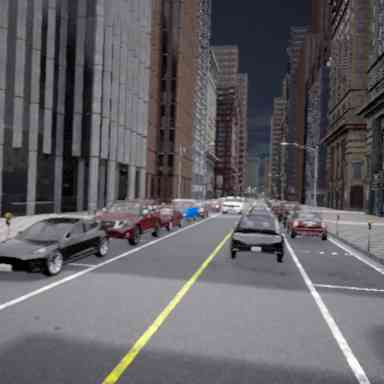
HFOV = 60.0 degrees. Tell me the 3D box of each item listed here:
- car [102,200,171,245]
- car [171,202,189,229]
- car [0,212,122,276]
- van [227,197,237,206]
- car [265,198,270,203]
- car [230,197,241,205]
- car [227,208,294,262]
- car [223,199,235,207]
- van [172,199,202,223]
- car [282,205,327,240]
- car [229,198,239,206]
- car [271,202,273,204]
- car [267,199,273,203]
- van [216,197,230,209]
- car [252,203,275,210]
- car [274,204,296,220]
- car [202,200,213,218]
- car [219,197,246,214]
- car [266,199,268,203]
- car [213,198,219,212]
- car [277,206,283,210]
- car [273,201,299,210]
[{"bbox_3d":[-2.879,1.294,15.640,2.192,1.841,5.009,2,0,12],"label":"car"},{"bbox_3d":[-1.750,1.596,21.160,1.887,1.381,4.507,2,0,12],"label":"car"},{"bbox_3d":[-4.024,1.473,10.119,1.947,1.339,4.313,2,0,12],"label":"car"},{"bbox_3d":[8.482,2.047,70.846,1.690,1.788,3.998,2,0,12],"label":"van"},{"bbox_3d":[19.091,2.735,80.170,1.802,1.307,4.206,2,0,12],"label":"car"},{"bbox_3d":[10.755,2.170,81.887,2.192,1.841,5.009,2,0,12],"label":"car"},{"bbox_3d":[2.580,1.658,13.114,2.128,1.511,4.902,2,0,12],"label":"car"},{"bbox_3d":[7.339,2.182,65.324,2.008,1.369,4.403,2,0,12],"label":"car"},{"bbox_3d":[-0.607,1.465,26.682,1.690,1.788,3.998,2,0,12],"label":"van"},{"bbox_3d":[6.599,1.790,19.449,1.967,1.590,4.097,2,0,12],"label":"car"},{"bbox_3d":[9.614,2.221,76.365,1.967,1.590,4.097,2,0,12],"label":"car"},{"bbox_3d":[11.140,2.204,41.529,1.947,1.339,4.313,2,0,12],"label":"car"},{"bbox_3d":[13.416,2.223,52.569,1.967,1.590,4.097,2,0,12],"label":"car"},{"bbox_3d":[5.074,1.826,54.284,1.690,1.788,3.998,2,0,12],"label":"van"},{"bbox_3d":[5.755,1.932,28.554,1.994,1.385,4.181,2,0,12],"label":"car"},{"bbox_3d":[10.004,2.110,36.009,1.887,1.381,4.507,2,0,12],"label":"car"},{"bbox_3d":[0.526,1.636,32.202,1.967,1.590,4.097,2,0,12],"label":"car"},{"bbox_3d":[4.993,1.628,40.318,2.150,2.045,5.566,2,-1,12],"label":"car"},{"bbox_3d":[15.684,2.495,63.609,1.947,1.339,4.313,2,0,12],"label":"car"},{"bbox_3d":[2.798,1.780,43.243,1.967,1.590,4.097,2,0,12],"label":"car"},{"bbox_3d":[7.731,1.987,24.968,1.947,1.339,4.313,2,0,12],"label":"car"},{"bbox_3d":[8.876,1.809,30.491,2.192,1.841,5.009,2,0,12],"label":"car"}]
